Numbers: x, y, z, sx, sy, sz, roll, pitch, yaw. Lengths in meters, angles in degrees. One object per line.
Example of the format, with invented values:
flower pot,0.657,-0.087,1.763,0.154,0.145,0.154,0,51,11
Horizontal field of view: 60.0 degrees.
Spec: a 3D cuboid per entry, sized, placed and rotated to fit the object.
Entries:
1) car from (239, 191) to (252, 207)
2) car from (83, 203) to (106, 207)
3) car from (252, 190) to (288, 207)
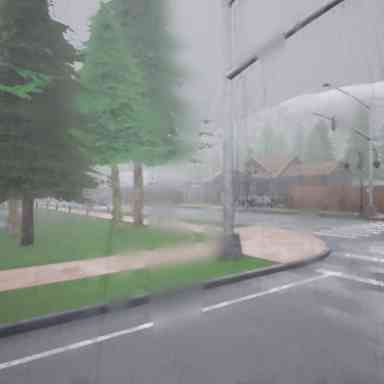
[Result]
car,7.433,0.726,38.780,3.866,1.878,1.905,-1,1,-37
car,-13.329,1.322,45.372,1.994,1.385,4.181,-1,1,-38
car,9.256,0.716,37.005,4.605,1.855,1.932,-1,1,-37
